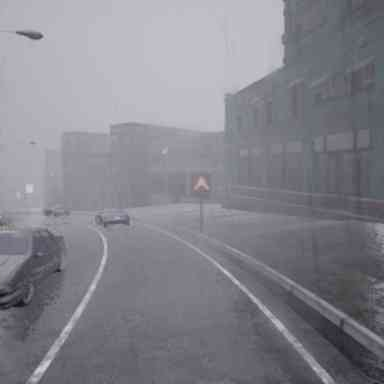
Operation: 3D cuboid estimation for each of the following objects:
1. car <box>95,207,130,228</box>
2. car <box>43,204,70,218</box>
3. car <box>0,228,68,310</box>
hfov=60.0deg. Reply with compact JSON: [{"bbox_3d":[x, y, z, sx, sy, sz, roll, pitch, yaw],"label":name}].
[{"bbox_3d":[-6.176,1.859,25.463,1.994,1.385,4.181,-2,0,-25],"label":"car"},{"bbox_3d":[-16.781,2.304,41.016,2.128,1.511,4.902,-4,1,-43],"label":"car"},{"bbox_3d":[-4.456,1.632,8.229,2.033,1.411,5.357,-1,0,-9],"label":"car"}]
